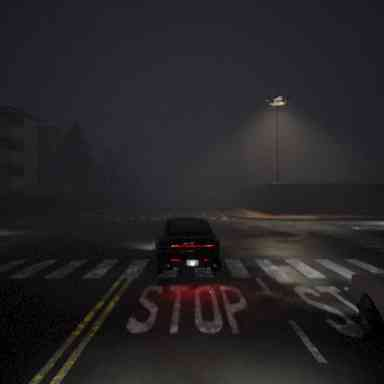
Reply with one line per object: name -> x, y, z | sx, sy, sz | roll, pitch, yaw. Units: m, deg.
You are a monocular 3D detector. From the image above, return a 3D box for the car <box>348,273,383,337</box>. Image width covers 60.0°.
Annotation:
car -> 3.634, 1.624, 3.756 | 1.895, 1.301, 4.718 | 0, 0, 1

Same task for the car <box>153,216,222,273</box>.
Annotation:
car -> -0.274, 1.571, 11.011 | 1.837, 1.490, 4.892 | 1, 0, -7
